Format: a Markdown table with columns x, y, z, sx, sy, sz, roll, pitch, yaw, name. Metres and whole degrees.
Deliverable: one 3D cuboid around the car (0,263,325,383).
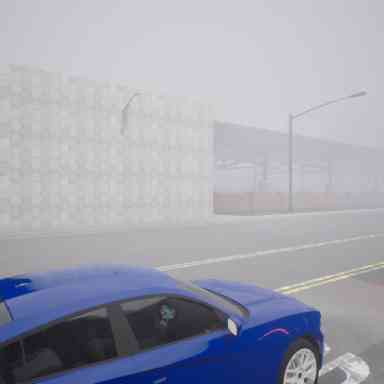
| x | y | z | sx | sy | sz | roll | pitch | yaw | name |
| --- | --- | --- | --- | --- | --- | --- | --- | --- | --- |
| -0.723 | 1.478 | 3.234 | 5.008 | 1.535 | 1.882 | 0 | 0 | -36 | car |
